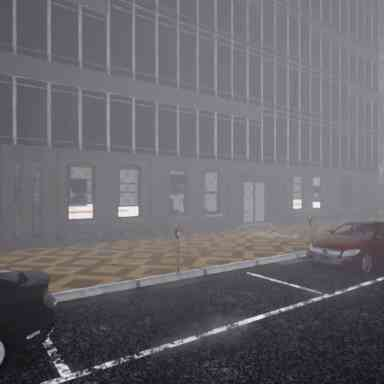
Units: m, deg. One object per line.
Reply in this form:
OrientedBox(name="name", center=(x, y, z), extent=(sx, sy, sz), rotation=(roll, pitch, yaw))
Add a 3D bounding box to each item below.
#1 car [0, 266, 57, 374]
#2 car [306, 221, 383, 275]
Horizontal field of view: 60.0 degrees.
OrientedBox(name="car", center=(-3.909, 1.551, 3.771), extent=(4.403, 1.369, 2.008), rotation=(0, 0, -36))
OrientedBox(name="car", center=(5.358, 1.582, 10.384), extent=(4.206, 1.307, 1.802), rotation=(0, 0, -36))
